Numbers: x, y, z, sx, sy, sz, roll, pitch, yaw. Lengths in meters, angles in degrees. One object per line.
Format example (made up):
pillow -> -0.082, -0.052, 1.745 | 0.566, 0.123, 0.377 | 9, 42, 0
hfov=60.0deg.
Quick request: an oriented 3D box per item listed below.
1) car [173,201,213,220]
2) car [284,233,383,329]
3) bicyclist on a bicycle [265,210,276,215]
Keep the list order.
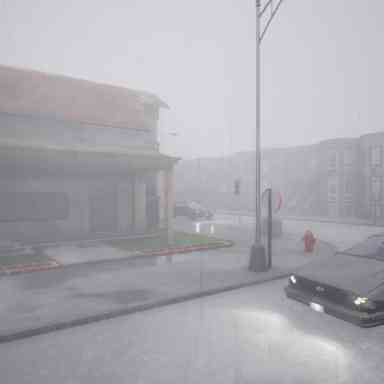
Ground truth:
car -> -0.187, 1.526, 28.019 | 1.812, 1.442, 4.674 | 0, 0, -36
car -> 4.489, 1.547, 6.756 | 5.357, 1.411, 2.033 | 0, 0, -26
bicyclist on a bicycle -> 7.478, 1.349, 31.706 | 1.656, 1.620, 0.582 | 0, 0, -36
